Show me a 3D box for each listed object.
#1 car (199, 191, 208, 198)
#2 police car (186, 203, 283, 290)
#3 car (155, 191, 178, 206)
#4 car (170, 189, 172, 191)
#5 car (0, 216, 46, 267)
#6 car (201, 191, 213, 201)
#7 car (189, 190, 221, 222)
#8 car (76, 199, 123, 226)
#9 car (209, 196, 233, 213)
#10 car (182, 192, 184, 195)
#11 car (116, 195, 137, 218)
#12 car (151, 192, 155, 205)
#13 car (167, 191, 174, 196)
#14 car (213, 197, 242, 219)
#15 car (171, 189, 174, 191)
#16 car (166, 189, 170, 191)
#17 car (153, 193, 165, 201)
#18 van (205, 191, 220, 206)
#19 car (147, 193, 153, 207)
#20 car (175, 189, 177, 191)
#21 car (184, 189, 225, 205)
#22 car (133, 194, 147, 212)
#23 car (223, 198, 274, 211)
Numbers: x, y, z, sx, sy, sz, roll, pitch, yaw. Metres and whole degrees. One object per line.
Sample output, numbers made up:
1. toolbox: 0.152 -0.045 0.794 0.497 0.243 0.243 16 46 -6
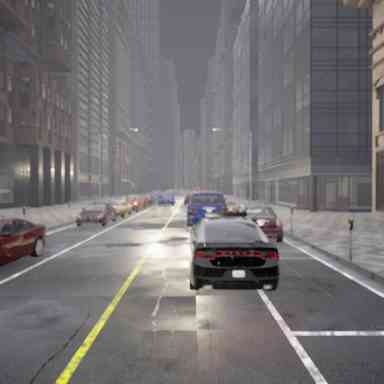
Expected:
1. car: 2.591 0.599 76.726 1.887 1.381 4.507 0 1 0
2. police car: 0.880 1.313 8.892 1.930 1.638 5.238 0 1 0
3. car: -3.147 0.959 41.948 1.882 1.535 5.008 0 0 0
4. car: -5.921 0.689 71.094 1.947 1.339 4.313 0 1 0
5. car: -5.781 1.425 9.479 1.887 1.381 4.507 0 1 0
6. car: 2.630 0.701 59.919 1.967 1.590 4.097 0 1 0
7. car: 0.844 0.917 24.809 2.150 2.045 5.566 0 1 0
8. car: -5.807 1.325 20.682 1.802 1.307 4.206 0 1 0
9. car: 2.693 1.149 31.912 1.887 1.381 4.507 0 1 0
10. car: -0.080 1.004 45.260 1.994 1.385 4.181 0 1 0
11. car: -5.819 1.201 26.113 1.752 1.417 4.829 0 1 0
12. car: -5.858 1.012 43.088 1.887 1.381 4.507 0 1 0
13. car: -5.972 0.432 93.499 1.802 1.307 4.206 0 1 0
14. car: 2.706 1.197 26.480 1.752 1.417 4.829 0 1 0
15. car: -5.934 0.495 76.694 1.967 1.590 4.097 0 1 0
16. car: -5.908 0.632 65.491 1.967 1.590 4.097 0 1 0
17. car: -5.896 0.843 59.892 1.802 1.307 4.206 0 1 0
18. van: 2.668 0.808 43.113 1.690 1.788 3.998 0 1 0
19. car: -5.845 1.081 37.485 1.887 1.381 4.507 0 1 0
20. car: -5.959 0.233 87.895 2.192 1.841 5.009 0 1 0
21. car: 0.778 0.989 18.801 2.150 2.045 5.566 0 1 -1
22. car: -5.832 1.045 31.883 1.967 1.590 4.097 0 1 0
23. car: 2.732 1.252 15.105 1.967 1.590 4.097 0 1 0
